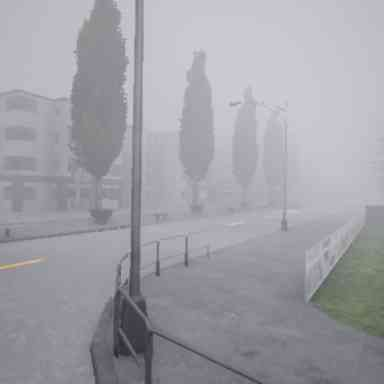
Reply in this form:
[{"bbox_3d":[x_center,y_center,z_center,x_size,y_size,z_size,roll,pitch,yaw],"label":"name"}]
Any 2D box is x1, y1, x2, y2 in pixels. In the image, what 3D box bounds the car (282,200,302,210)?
[{"bbox_3d":[14.071,1.778,46.547,1.994,1.385,4.181,1,0,31],"label":"car"}]
